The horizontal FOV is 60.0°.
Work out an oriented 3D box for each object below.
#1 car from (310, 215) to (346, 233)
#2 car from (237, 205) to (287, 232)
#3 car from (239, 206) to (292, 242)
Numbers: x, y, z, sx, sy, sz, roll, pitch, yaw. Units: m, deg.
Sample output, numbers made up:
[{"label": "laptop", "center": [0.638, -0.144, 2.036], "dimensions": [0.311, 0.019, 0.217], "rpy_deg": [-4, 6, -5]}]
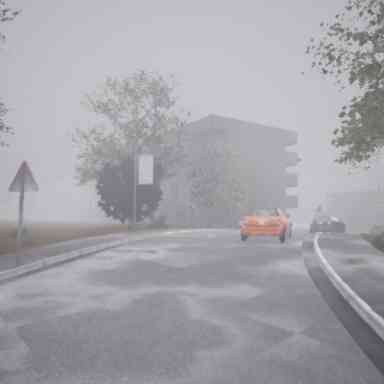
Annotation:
[{"label": "car", "center": [12.829, 3.016, 31.227], "dimensions": [2.097, 1.767, 4.553], "rpy_deg": [-3, -8, 41]}, {"label": "car", "center": [6.160, 2.384, 28.607], "dimensions": [2.150, 2.045, 5.566], "rpy_deg": [-3, -8, 36]}, {"label": "car", "center": [4.013, 1.547, 17.490], "dimensions": [2.097, 1.767, 4.553], "rpy_deg": [-1, -3, 21]}]
